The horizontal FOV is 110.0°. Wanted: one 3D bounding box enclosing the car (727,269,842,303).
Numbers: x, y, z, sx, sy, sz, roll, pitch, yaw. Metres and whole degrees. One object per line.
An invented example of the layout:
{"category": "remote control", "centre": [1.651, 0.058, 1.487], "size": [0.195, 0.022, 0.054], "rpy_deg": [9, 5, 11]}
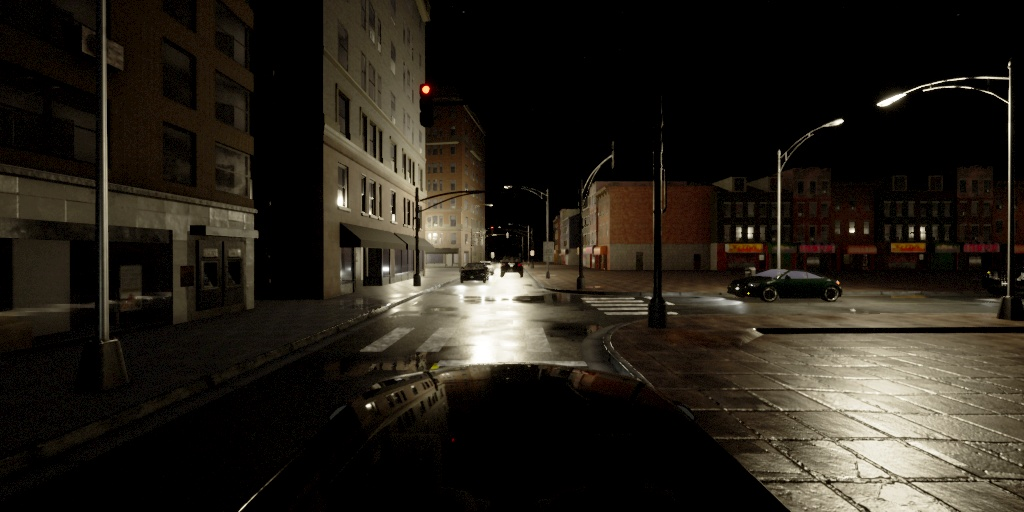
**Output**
{"category": "car", "centre": [12.039, 1.261, 15.999], "size": [4.181, 1.385, 1.994], "rpy_deg": [0, 0, 0]}

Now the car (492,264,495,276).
{"category": "car", "centre": [-2.859, 1.281, 38.061], "size": [1.812, 1.442, 4.674], "rpy_deg": [0, 0, 0]}

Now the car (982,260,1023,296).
{"category": "car", "centre": [24.872, 0.873, 16.070], "size": [5.566, 2.045, 2.150], "rpy_deg": [0, 0, 0]}

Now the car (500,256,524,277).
{"category": "car", "centre": [0.014, 0.976, 35.502], "size": [2.150, 2.045, 5.566], "rpy_deg": [0, 0, 1]}

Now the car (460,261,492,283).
{"category": "car", "centre": [-2.843, 1.230, 27.912], "size": [1.882, 1.535, 5.008], "rpy_deg": [0, 0, 0]}
